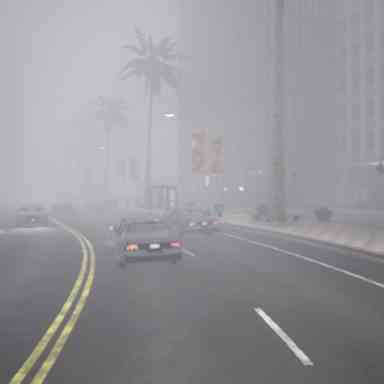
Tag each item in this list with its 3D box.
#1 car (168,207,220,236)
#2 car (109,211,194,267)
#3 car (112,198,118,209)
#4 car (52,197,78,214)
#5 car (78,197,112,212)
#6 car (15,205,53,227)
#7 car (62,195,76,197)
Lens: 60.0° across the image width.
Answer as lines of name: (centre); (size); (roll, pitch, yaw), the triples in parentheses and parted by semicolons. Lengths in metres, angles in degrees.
car: (-0.466, 1.532, 17.859); (2.033, 1.411, 5.357); (0, 0, -25)
car: (-1.772, 1.541, 11.561); (2.033, 1.411, 5.357); (0, 0, -17)
car: (-11.380, 1.471, 44.602); (2.231, 1.521, 4.892); (0, 0, -29)
car: (-13.761, 1.530, 35.469); (1.812, 1.442, 4.674); (0, 0, -29)
car: (-11.234, 1.543, 38.147); (2.033, 1.411, 5.357); (0, 0, -29)
car: (-11.025, 1.573, 22.868); (1.994, 1.385, 4.181); (0, 0, -28)
car: (-25.547, 1.359, 70.336); (2.185, 1.767, 4.553); (0, 0, -29)
